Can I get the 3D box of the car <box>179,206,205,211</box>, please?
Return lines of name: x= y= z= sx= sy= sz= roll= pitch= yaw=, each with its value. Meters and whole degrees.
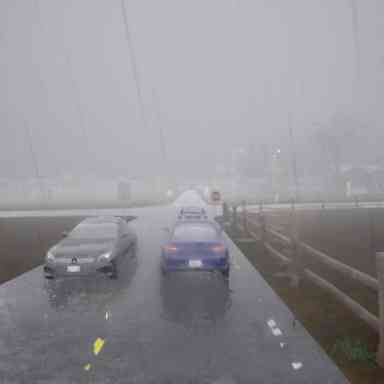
car: x=0.051 y=1.616 z=22.445 sx=1.895 sy=1.301 sz=4.718 roll=0 pitch=0 yaw=0

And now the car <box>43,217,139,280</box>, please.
car: x=-2.765 y=1.537 z=10.092 sx=1.812 sy=1.442 sz=4.674 roll=0 pitch=0 yaw=0

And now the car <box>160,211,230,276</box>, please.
car: x=0.083 y=1.537 z=10.233 sx=1.812 sy=1.442 sz=4.674 roll=0 pitch=0 yaw=0
